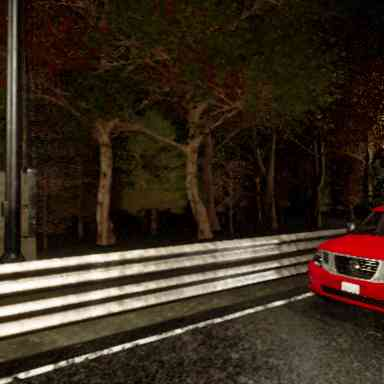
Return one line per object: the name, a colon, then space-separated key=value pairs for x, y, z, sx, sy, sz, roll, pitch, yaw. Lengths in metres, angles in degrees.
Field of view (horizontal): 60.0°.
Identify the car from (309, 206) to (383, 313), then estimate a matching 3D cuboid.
car: x=4.907 y=1.281 z=7.137 sx=5.566 sy=2.045 sz=2.150 roll=1 pitch=-1 yaw=-35
